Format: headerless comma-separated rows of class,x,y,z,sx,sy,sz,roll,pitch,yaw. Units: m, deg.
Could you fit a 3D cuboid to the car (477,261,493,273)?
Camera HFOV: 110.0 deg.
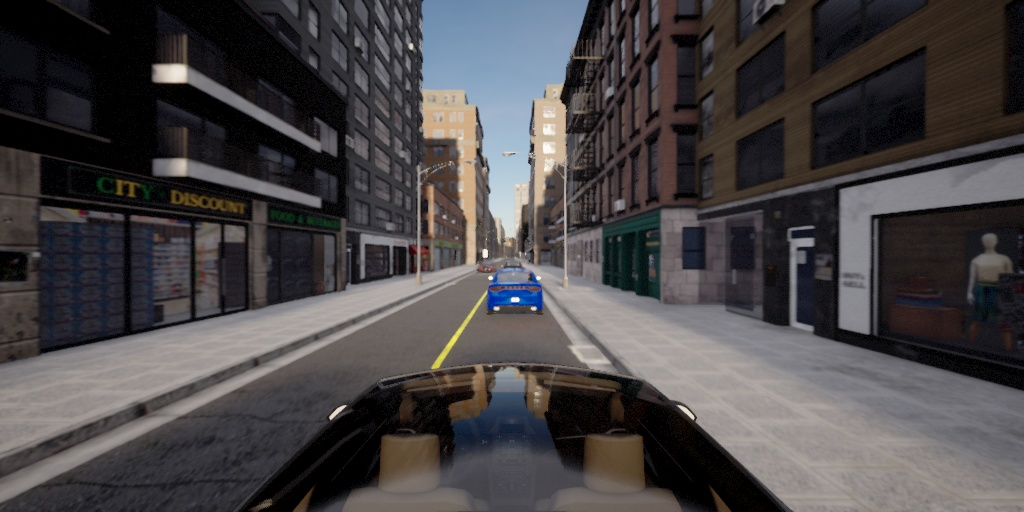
car,-2.838,1.225,40.694,1.994,1.385,4.181,0,0,0

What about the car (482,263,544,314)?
car,0.101,1.204,13.585,1.882,1.535,5.008,0,0,0

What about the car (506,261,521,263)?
car,0.102,1.191,30.982,1.837,1.490,4.892,0,0,0
